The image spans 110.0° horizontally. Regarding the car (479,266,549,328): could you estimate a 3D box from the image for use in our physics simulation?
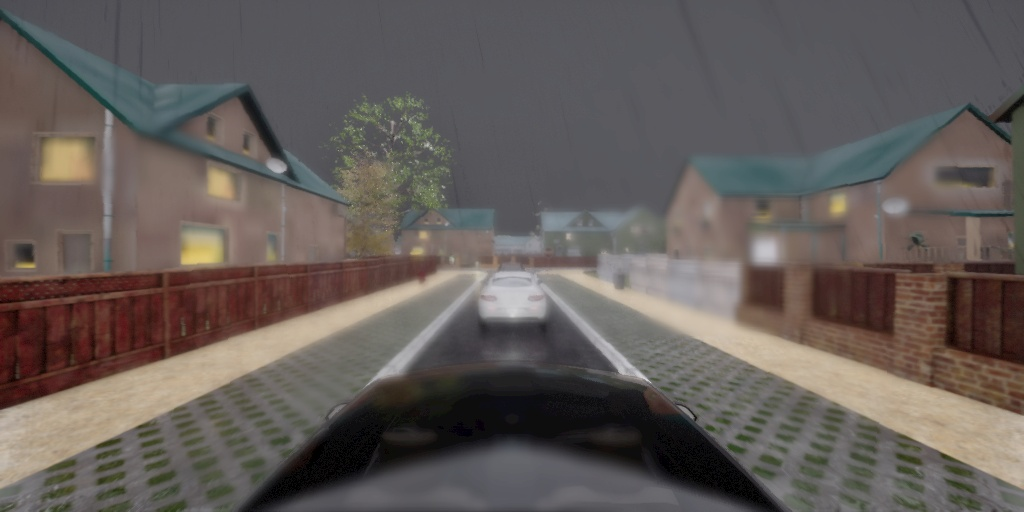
[{"bbox_3d":[0.055,1.180,10.906,1.812,1.442,4.674,0,0,0],"label":"car"}]

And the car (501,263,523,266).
[{"bbox_3d":[0.001,1.113,24.217,1.895,1.301,4.718,0,1,0],"label":"car"}]

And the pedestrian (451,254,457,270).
[{"bbox_3d":[-6.866,0.680,41.979,0.375,1.860,0.375,0,0,1],"label":"pedestrian"}]
